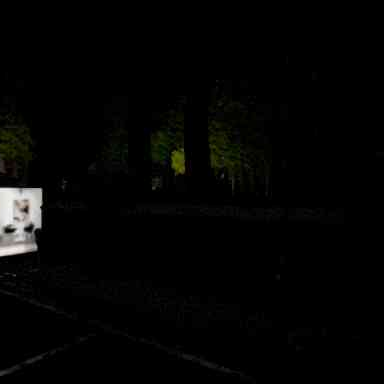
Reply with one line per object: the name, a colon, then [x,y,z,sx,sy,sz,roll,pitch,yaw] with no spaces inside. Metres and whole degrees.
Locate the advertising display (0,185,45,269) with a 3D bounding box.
advertising display: [-5.349,1.024,10.303,0.280,2.440,1.540,0,0,36]
